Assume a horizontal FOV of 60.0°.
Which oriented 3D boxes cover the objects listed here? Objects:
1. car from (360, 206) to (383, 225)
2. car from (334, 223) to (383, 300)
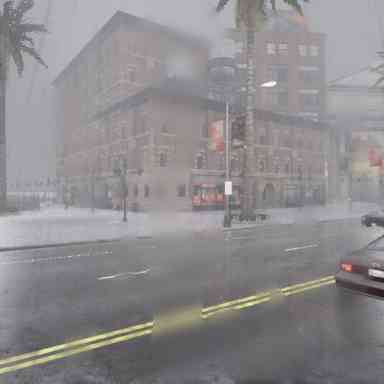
[{"bbox_3d":[13.234,1.590,21.790,5.357,1.411,2.033,0,0,-35],"label":"car"},{"bbox_3d":[5.453,1.547,7.589,5.357,1.411,2.033,0,0,-35],"label":"car"}]
